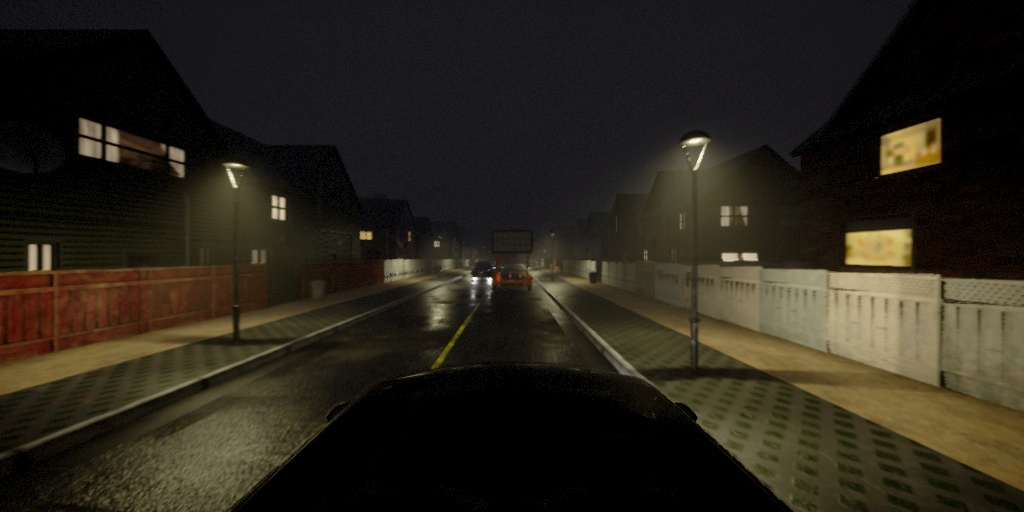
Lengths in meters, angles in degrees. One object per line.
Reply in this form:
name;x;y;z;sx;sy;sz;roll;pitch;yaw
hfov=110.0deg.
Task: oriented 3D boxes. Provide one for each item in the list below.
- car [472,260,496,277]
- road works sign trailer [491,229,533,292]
car;-2.841;1.297;35.608;1.812;1.442;4.674;0;0;0
road works sign trailer;0.005;0.212;21.190;2.380;3.560;2.880;0;0;0
